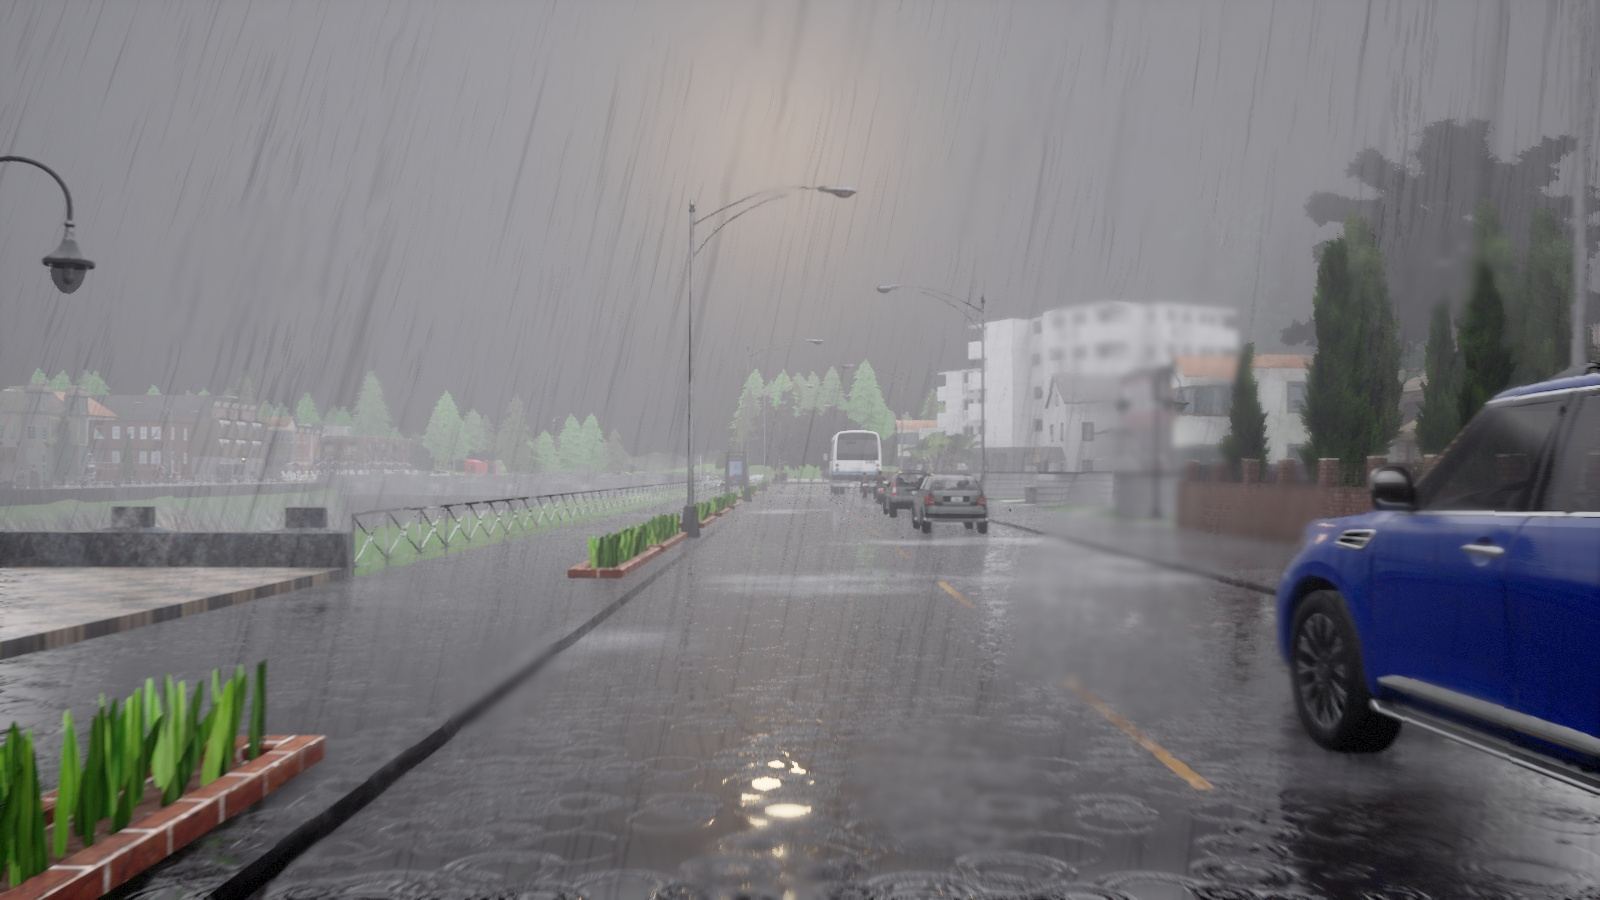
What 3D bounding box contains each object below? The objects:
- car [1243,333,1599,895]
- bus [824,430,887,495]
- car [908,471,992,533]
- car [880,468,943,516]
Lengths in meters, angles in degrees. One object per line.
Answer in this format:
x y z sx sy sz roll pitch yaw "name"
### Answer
3.986 0.608 5.422 2.150 2.045 5.566 0 -1 0 "car"
3.787 0.904 88.467 3.944 4.253 10.273 0 -1 0 "bus"
3.922 1.336 33.376 1.789 1.549 3.705 0 -1 0 "car"
3.895 1.441 44.452 1.851 1.617 3.988 0 -1 0 "car"
